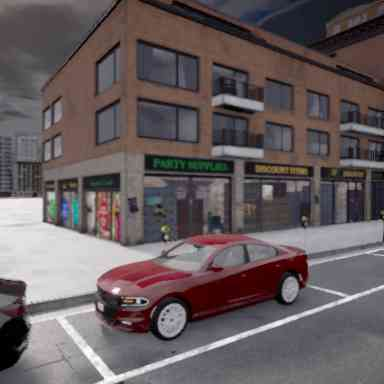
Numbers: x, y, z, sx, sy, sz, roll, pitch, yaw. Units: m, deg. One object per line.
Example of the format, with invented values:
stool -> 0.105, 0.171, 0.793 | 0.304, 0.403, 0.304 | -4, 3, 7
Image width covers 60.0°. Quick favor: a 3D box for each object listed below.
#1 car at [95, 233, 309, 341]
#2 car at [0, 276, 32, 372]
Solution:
car -> 0.408, 1.544, 6.498 | 4.507, 1.381, 1.887 | 0, 0, -35
car -> -3.994, 1.567, 3.360 | 4.313, 1.339, 1.947 | 0, 0, -35
